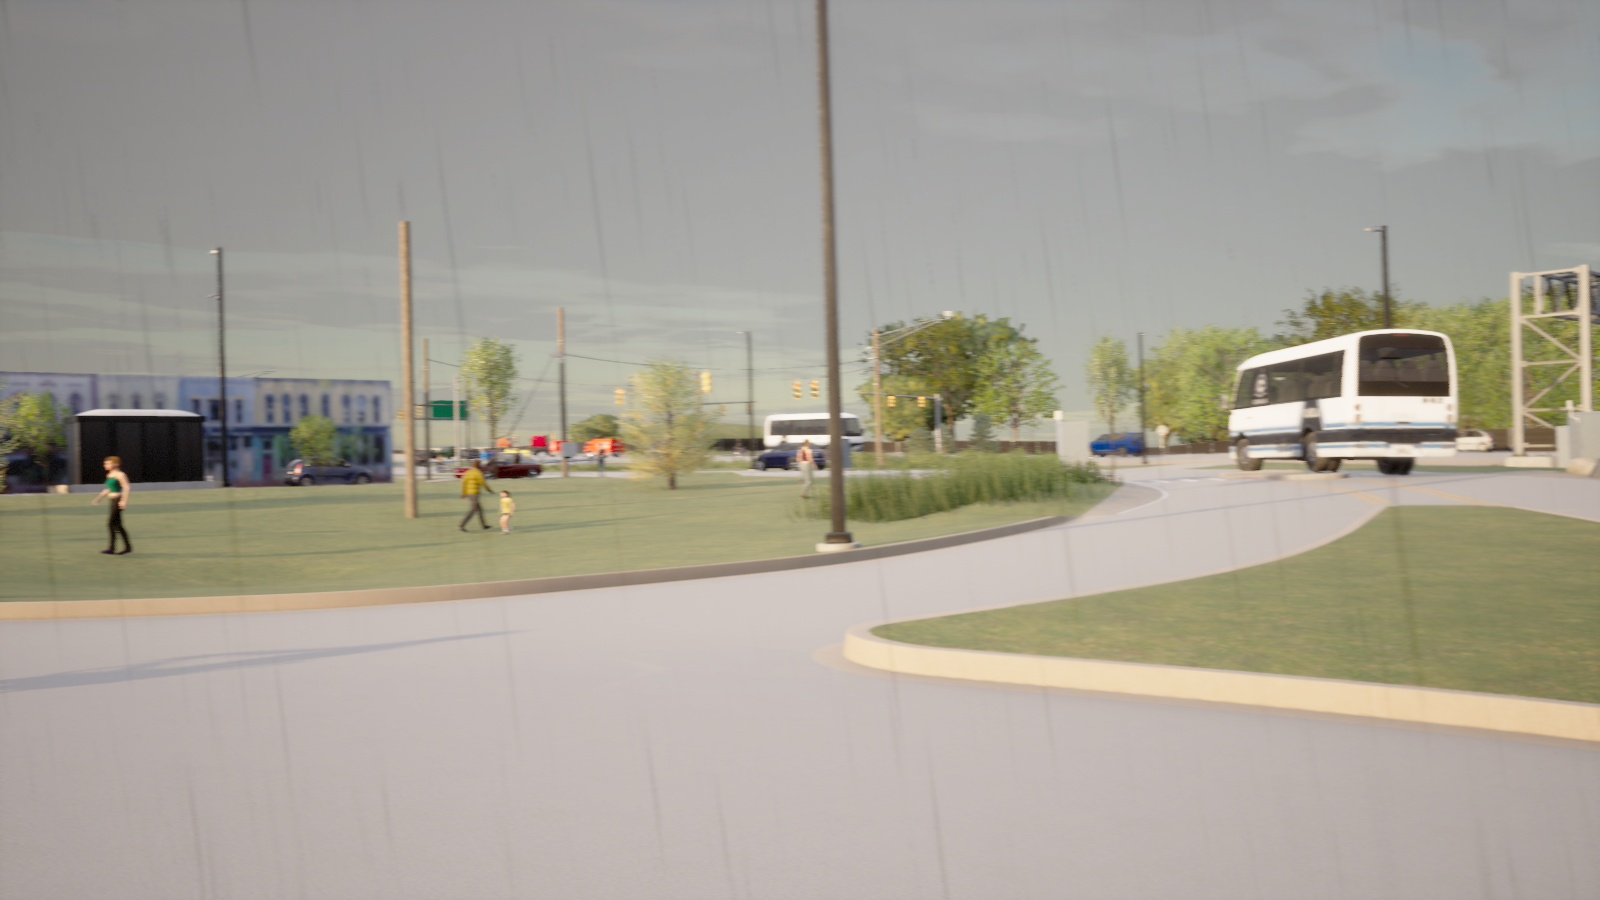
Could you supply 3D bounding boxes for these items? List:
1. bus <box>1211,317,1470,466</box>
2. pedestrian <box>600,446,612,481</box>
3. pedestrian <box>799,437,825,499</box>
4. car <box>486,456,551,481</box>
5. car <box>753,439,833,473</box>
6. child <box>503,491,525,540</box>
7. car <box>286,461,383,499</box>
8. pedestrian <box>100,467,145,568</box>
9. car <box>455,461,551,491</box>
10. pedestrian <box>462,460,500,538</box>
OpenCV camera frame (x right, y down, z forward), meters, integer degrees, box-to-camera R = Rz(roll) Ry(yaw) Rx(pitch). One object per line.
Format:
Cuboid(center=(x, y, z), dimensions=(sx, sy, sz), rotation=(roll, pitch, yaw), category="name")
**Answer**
Cuboid(center=(17.356, -1.635, 41.535), dimensions=(3.944, 4.253, 10.273), rotation=(-1, -1, -1), category="bus")
Cuboid(center=(-10.317, 0.721, 66.765), dimensions=(0.345, 1.836, 0.594), rotation=(-2, -1, -27), category="pedestrian")
Cuboid(center=(0.363, 0.550, 37.744), dimensions=(0.594, 1.836, 0.345), rotation=(-2, -1, -36), category="pedestrian")
Cuboid(center=(-18.791, 1.272, 83.724), dimensions=(2.163, 1.488, 4.792), rotation=(-2, 0, -41), category="car")
Cuboid(center=(-0.425, 0.370, 73.181), dimensions=(2.097, 1.767, 4.553), rotation=(-2, 0, -41), category="car")
Cuboid(center=(-6.735, 1.539, 29.579), dimensions=(0.394, 1.110, 0.255), rotation=(-2, -1, -44), category="child")
Cuboid(center=(-22.602, 1.456, 61.023), dimensions=(3.988, 1.617, 1.851), rotation=(-2, -1, -41), category="car")
Cuboid(center=(-12.564, 1.241, 23.294), dimensions=(0.345, 1.836, 0.594), rotation=(-4, -1, 43), category="pedestrian")
Cuboid(center=(-15.873, 1.365, 67.306), dimensions=(1.895, 1.301, 4.718), rotation=(-4, 0, 42), category="car")
Cuboid(center=(-7.719, 1.187, 30.431), dimensions=(0.370, 1.835, 0.726), rotation=(-4, -1, 41), category="pedestrian")
